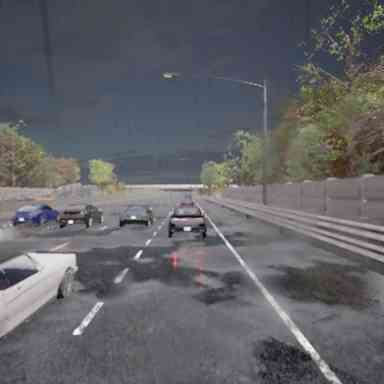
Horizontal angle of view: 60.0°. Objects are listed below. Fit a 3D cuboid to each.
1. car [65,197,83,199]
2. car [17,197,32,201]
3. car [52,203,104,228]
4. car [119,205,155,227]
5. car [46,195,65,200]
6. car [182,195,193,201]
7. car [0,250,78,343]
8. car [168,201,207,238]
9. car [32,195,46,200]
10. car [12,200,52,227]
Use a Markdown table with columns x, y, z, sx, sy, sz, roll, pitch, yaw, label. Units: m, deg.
| x | y | z | sx | sy | sz | roll | pitch | yaw | label |
| --- | --- | --- | --- | --- | --- | --- | --- | --- | --- |
| -21.855 | 1.615 | 63.511 | 2.128 | 1.511 | 4.902 | 0 | 0 | -1 | car |
| -32.372 | 1.715 | 65.119 | 1.895 | 1.301 | 4.718 | 0 | 0 | -1 | car |
| -7.204 | 1.521 | 22.083 | 1.837 | 1.490 | 4.892 | 0 | 0 | -1 | car |
| -3.714 | 1.570 | 22.958 | 1.994 | 1.385 | 4.181 | 0 | 0 | -1 | car |
| -25.351 | 1.630 | 63.490 | 2.128 | 1.511 | 4.902 | 0 | 0 | -1 | car |
| -0.727 | 1.579 | 54.399 | 1.994 | 1.385 | 4.181 | 0 | 0 | -1 | car |
| -3.485 | 1.610 | 5.479 | 1.895 | 1.301 | 4.718 | 0 | 0 | -1 | car |
| -0.247 | 1.488 | 17.768 | 2.128 | 1.511 | 4.902 | 0 | 0 | -1 | car |
| -28.874 | 1.465 | 65.226 | 2.097 | 1.767 | 4.553 | 0 | 0 | -1 | car |
| -10.720 | 1.553 | 23.170 | 1.812 | 1.442 | 4.674 | 0 | 0 | -1 | car |
